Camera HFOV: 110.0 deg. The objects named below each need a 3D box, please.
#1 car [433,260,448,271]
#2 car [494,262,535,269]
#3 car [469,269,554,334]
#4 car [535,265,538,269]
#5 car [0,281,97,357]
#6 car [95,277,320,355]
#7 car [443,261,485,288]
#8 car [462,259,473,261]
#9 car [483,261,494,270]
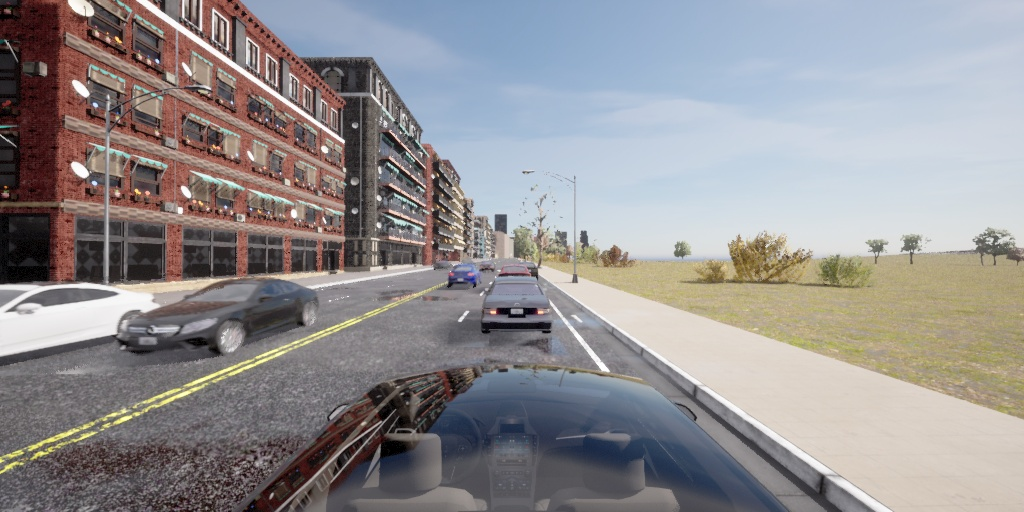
[{"bbox_3d":[-9.740,1.316,50.425,1.994,1.385,4.181,0,0,0],"label":"car"},{"bbox_3d":[0.144,1.230,21.167,1.882,1.535,5.008,0,0,0],"label":"car"},{"bbox_3d":[0.118,1.299,10.627,2.033,1.411,5.357,0,0,0],"label":"car"},{"bbox_3d":[1.199,1.231,30.604,1.882,1.535,5.008,0,0,0],"label":"car"},{"bbox_3d":[-9.842,1.276,7.191,1.812,1.442,4.674,0,0,0],"label":"car"},{"bbox_3d":[-6.574,1.277,8.802,1.812,1.442,4.674,0,0,0],"label":"car"},{"bbox_3d":[-3.104,1.279,23.941,1.812,1.442,4.674,0,0,0],"label":"car"},{"bbox_3d":[-6.487,1.230,51.924,1.882,1.535,5.008,0,0,0],"label":"car"},{"bbox_3d":[-3.056,1.299,45.531,2.033,1.411,5.357,0,0,0],"label":"car"}]
